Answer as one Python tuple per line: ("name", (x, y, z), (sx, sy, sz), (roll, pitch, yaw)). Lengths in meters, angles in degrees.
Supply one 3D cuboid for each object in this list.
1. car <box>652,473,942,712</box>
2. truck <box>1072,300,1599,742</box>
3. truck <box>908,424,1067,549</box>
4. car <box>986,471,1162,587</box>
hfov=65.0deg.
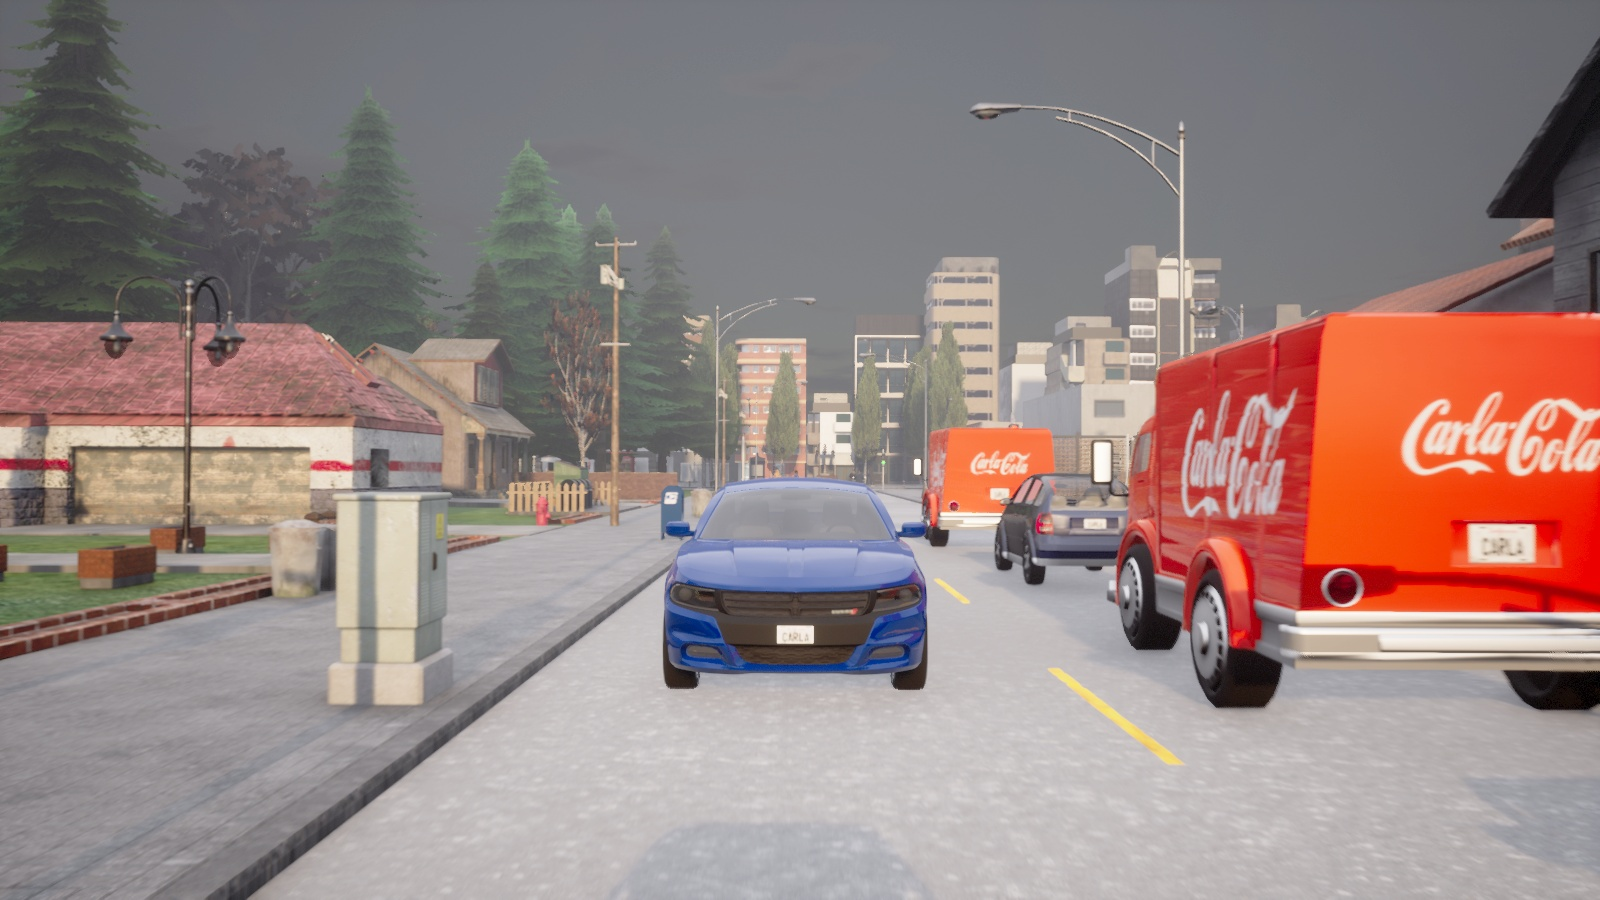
("car", (-0.028, 0.971, 10.663), (1.882, 1.535, 5.008), (0, -1, 0))
("truck", (3.966, 0.464, 9.642), (2.627, 2.467, 5.204), (0, -2, 0))
("truck", (3.937, 0.771, 27.453), (2.627, 2.467, 5.204), (0, -1, -1))
("car", (3.953, 1.090, 18.695), (1.789, 1.549, 3.705), (0, -1, 0))
